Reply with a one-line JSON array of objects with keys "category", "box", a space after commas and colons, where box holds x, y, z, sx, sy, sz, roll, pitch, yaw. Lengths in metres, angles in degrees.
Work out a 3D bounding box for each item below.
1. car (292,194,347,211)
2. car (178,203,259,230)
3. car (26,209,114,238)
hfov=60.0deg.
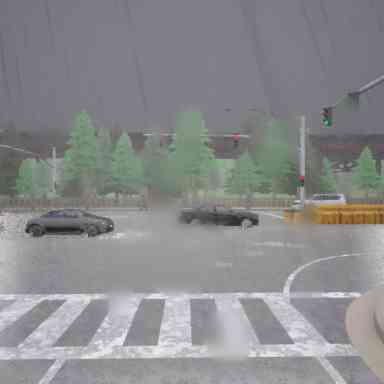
[{"category": "car", "box": [13.548, 1.221, 35.398, 5.566, 2.045, 2.150, 0, 0, -2]}, {"category": "car", "box": [1.636, 1.477, 20.831, 5.008, 1.535, 1.882, 0, 0, -2]}, {"category": "car", "box": [-6.193, 1.564, 17.093, 4.181, 1.385, 1.994, 0, 0, -2]}]
